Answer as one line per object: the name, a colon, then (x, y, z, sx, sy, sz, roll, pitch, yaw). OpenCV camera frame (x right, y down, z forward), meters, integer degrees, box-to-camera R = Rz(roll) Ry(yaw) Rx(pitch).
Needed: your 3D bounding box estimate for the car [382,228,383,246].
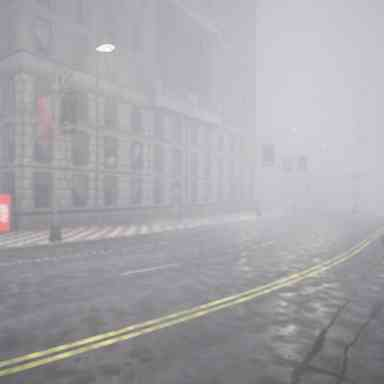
car: (9.856, 1.639, 15.010, 1.812, 1.442, 4.674, 0, 0, 37)
